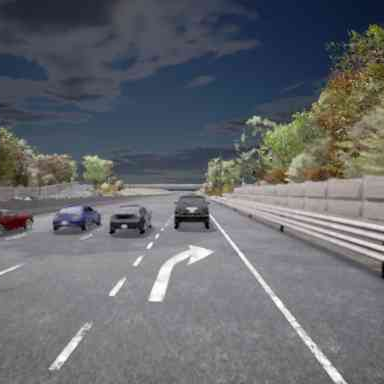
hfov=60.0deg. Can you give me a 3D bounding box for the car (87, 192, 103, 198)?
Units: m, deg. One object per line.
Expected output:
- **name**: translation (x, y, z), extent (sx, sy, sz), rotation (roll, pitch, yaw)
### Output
- **car**: translation (-21.003, 1.109, 72.334), extent (2.150, 2.045, 5.566), rotation (0, 0, 0)

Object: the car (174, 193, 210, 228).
- **car**: translation (-0.001, 1.208, 22.117), extent (2.150, 2.045, 5.566), rotation (0, 0, 0)

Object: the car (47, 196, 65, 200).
- **car**: translation (-28.004, 1.499, 70.300), extent (2.128, 1.511, 4.902), rotation (0, 0, 0)

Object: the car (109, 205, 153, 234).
- **car**: translation (-3.402, 1.491, 19.134), extent (1.837, 1.490, 4.892), rotation (0, 0, 0)

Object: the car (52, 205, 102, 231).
- **car**: translation (-6.903, 1.512, 20.308), extent (1.812, 1.442, 4.674), rotation (0, 0, 0)

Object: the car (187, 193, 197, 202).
- **car**: translation (0.027, 1.298, 80.776), extent (2.150, 2.045, 5.566), rotation (0, 0, 2)

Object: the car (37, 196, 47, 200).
- **car**: translation (-31.503, 1.559, 71.201), extent (1.994, 1.385, 4.181), rotation (0, 0, 0)

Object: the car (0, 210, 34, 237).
- **car**: translation (-10.399, 1.587, 17.871), extent (1.895, 1.301, 4.718), rotation (0, 0, 0)

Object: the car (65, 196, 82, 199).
- **car**: translation (-24.504, 1.498, 70.300), extent (1.812, 1.442, 4.674), rotation (0, 0, 0)
